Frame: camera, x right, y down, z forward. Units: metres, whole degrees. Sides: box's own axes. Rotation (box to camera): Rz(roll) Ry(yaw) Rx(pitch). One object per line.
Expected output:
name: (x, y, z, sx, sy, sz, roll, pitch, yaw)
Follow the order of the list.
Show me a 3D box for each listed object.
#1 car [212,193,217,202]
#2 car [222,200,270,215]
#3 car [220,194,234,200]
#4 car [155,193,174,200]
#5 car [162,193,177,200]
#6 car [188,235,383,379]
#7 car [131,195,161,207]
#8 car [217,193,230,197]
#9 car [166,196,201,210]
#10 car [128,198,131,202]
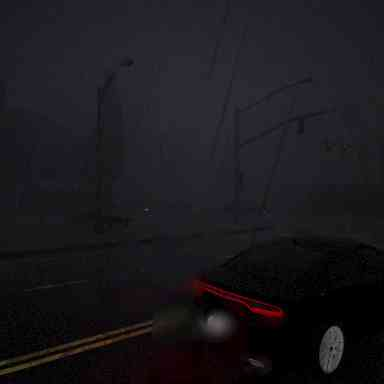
car: (6.059, 1.156, 71.098, 3.866, 1.878, 1.905, 0, 0, -37)
car: (5.382, 1.548, 33.870, 2.033, 1.411, 5.357, 0, 0, -35)
car: (10.003, 1.395, 95.066, 3.806, 1.475, 1.970, 0, 0, -37)
car: (-7.324, 1.153, 89.207, 4.605, 1.855, 1.932, 0, 0, -37)
car: (-5.646, 1.156, 86.848, 3.866, 1.878, 1.905, 0, 0, -37)
car: (2.261, 1.478, 5.619, 5.008, 1.535, 1.882, 0, 0, -37)
car: (-7.273, 1.352, 51.948, 2.097, 1.767, 4.553, 0, 0, -35)
car: (7.773, 1.395, 68.764, 3.806, 1.475, 1.970, 0, 0, -37)
car: (-1.183, 1.564, 43.236, 1.994, 1.385, 4.181, 0, 0, -35)
car: (-11.669, 1.540, 70.554, 2.033, 1.411, 5.357, 0, 0, -35)
